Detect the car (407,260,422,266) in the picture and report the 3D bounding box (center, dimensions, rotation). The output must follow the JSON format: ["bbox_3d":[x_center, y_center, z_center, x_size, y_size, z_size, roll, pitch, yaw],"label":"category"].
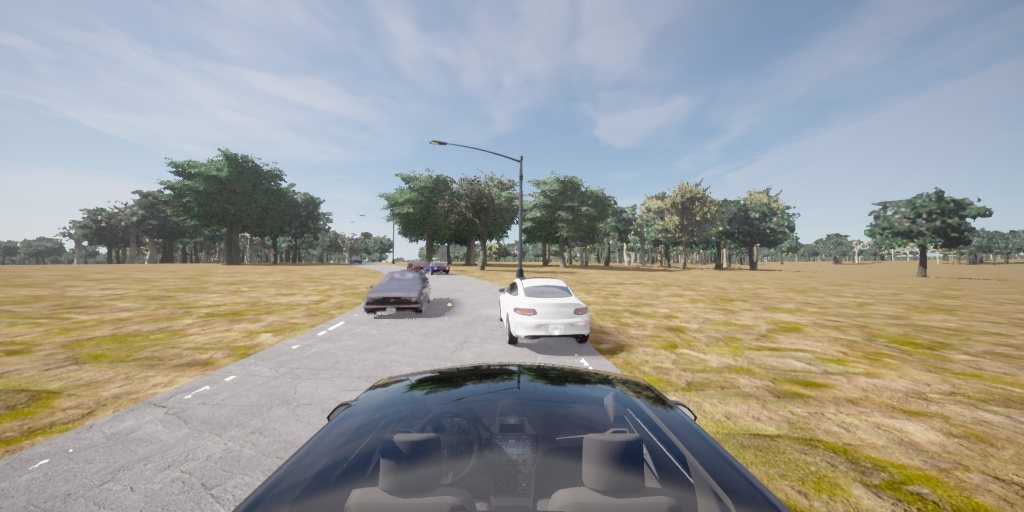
[{"bbox_3d":[-12.207,1.137,46.427,1.994,1.385,4.181,1,0,-30],"label":"car"}]

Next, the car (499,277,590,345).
[{"bbox_3d":[0.670,1.276,9.468,1.812,1.442,4.674,0,0,-5],"label":"car"}]

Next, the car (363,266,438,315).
[{"bbox_3d":[-4.125,1.278,13.740,2.033,1.411,5.357,0,0,-8],"label":"car"}]

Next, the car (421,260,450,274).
[{"bbox_3d":[-7.970,1.244,37.919,1.895,1.301,4.718,1,0,-24],"label":"car"}]
